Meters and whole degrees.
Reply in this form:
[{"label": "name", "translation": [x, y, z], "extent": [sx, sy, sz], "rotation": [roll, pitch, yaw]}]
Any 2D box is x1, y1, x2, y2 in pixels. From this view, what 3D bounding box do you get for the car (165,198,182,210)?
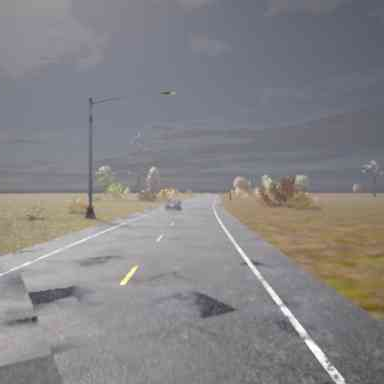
[{"label": "car", "translation": [-2.361, 1.526, 43.352], "extent": [2.128, 1.511, 4.902], "rotation": [0, 0, 3]}]
